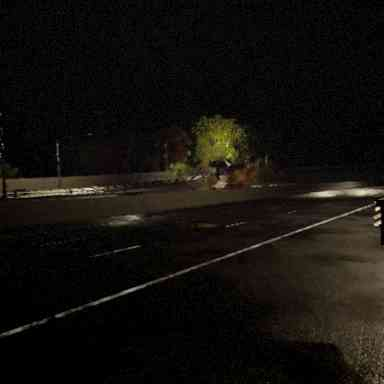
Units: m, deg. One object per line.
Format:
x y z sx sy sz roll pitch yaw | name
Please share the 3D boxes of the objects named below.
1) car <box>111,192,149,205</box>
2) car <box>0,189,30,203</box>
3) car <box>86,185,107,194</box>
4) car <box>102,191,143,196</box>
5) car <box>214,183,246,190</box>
-7.541 0.738 40.852 1.994 1.385 4.181 -1 2 39 | car
-23.869 0.418 44.436 2.097 1.767 4.553 -2 2 15 | car
-18.154 -0.526 63.694 2.033 1.411 5.357 -2 3 17 | car
-7.191 0.801 35.705 1.812 1.442 4.674 -1 2 39 | car
6.467 -0.370 52.704 2.150 2.045 5.566 -1 1 39 | car
